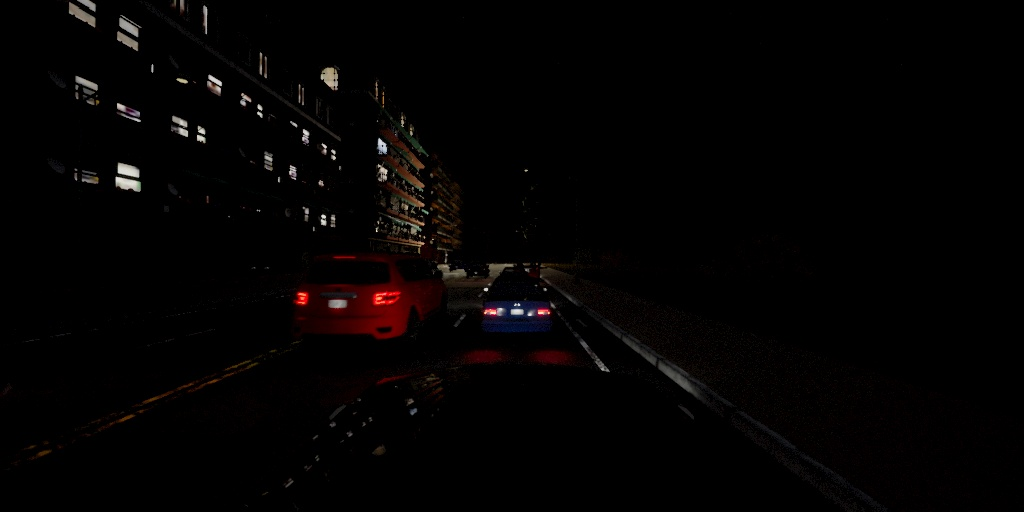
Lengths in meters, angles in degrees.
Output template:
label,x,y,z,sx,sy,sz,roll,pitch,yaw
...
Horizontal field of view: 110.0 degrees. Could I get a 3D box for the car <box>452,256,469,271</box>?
label,x,y,z,sx,sy,sz,roll,pitch,yaw
car,-6.550,0.974,45.262,2.150,2.045,5.566,0,0,0

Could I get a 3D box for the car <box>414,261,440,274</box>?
label,x,y,z,sx,sy,sz,roll,pitch,yaw
car,-9.790,1.279,41.609,1.812,1.442,4.674,0,0,0

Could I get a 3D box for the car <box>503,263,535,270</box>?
label,x,y,z,sx,sy,sz,roll,pitch,yaw
car,0.116,1.317,20.876,1.994,1.385,4.181,0,0,1

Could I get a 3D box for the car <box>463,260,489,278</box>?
label,x,y,z,sx,sy,sz,roll,pitch,yaw
car,-3.113,1.279,33.306,1.812,1.442,4.674,0,0,0

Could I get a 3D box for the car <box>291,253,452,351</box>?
label,x,y,z,sx,sy,sz,roll,pitch,yaw
car,-3.143,0.970,9.154,2.150,2.045,5.566,0,0,0

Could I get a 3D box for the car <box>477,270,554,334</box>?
label,x,y,z,sx,sy,sz,roll,pitch,yaw
car,0.112,1.299,10.542,2.033,1.411,5.357,0,0,0

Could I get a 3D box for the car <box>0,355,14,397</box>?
label,x,y,z,sx,sy,sz,roll,pitch,yaw
car,-6.601,1.241,1.918,2.128,1.511,4.902,0,0,0

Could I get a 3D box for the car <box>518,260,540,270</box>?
label,x,y,z,sx,sy,sz,roll,pitch,yaw
car,1.170,1.104,29.811,2.097,1.767,4.553,0,0,0
